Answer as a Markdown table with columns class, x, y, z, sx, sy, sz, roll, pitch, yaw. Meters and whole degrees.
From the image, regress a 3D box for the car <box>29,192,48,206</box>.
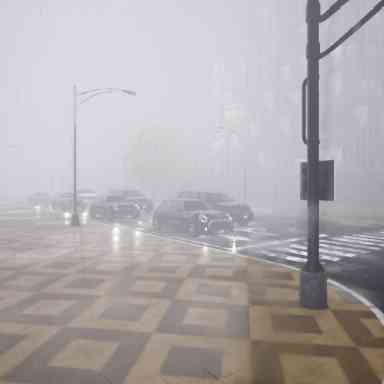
| class | x | y | z | sx | sy | sz | roll | pitch | yaw |
| --- | --- | --- | --- | --- | --- | --- | --- | --- | --- |
| car | -17.808 | 0.772 | 39.096 | 1.812 | 1.442 | 4.674 | 0 | 1 | -38 |

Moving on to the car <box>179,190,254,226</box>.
| class | x | y | z | sx | sy | sz | roll | pitch | yaw |
| --- | --- | --- | --- | --- | --- | --- | --- | --- | --- |
| car | 1.141 | 0.951 | 20.205 | 2.150 | 2.045 | 5.566 | 0 | 1 | -40 |

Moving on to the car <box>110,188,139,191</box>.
| class | x | y | z | sx | sy | sz | roll | pitch | yaw |
| --- | --- | --- | --- | --- | --- | --- | --- | --- | --- |
| car | -5.481 | 0.754 | 28.630 | 2.150 | 2.045 | 5.566 | 0 | 1 | -38 |

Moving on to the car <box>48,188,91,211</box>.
| class | x | y | z | sx | sy | sz | roll | pitch | yaw |
| --- | --- | --- | --- | --- | --- | --- | --- | --- | --- |
| car | -11.496 | 0.786 | 31.019 | 2.097 | 1.767 | 4.553 | 0 | 1 | -38 |

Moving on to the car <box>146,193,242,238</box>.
| class | x | y | z | sx | sy | sz | roll | pitch | yaw |
| --- | --- | --- | --- | --- | --- | --- | --- | --- | --- |
| car | -0.051 | 1.125 | 16.510 | 2.097 | 1.767 | 4.553 | 0 | 1 | -38 |

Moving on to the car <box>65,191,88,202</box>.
| class | x | y | z | sx | sy | sz | roll | pitch | yaw |
| --- | --- | --- | --- | --- | --- | --- | --- | --- | --- |
| car | -17.024 | 0.631 | 48.885 | 1.812 | 1.442 | 4.674 | 0 | 1 | -38 |

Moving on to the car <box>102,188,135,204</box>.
| class | x | y | z | sx | sy | sz | roll | pitch | yaw |
| --- | --- | --- | --- | --- | --- | --- | --- | --- | --- |
| car | -10.050 | 0.457 | 45.266 | 2.150 | 2.045 | 5.566 | 0 | 1 | -38 |

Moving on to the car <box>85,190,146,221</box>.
| class | x | y | z | sx | sy | sz | roll | pitch | yaw |
| --- | --- | --- | --- | --- | --- | --- | --- | --- | --- |
| car | -5.464 | 0.965 | 23.355 | 2.097 | 1.767 | 4.553 | 0 | 1 | -38 |
